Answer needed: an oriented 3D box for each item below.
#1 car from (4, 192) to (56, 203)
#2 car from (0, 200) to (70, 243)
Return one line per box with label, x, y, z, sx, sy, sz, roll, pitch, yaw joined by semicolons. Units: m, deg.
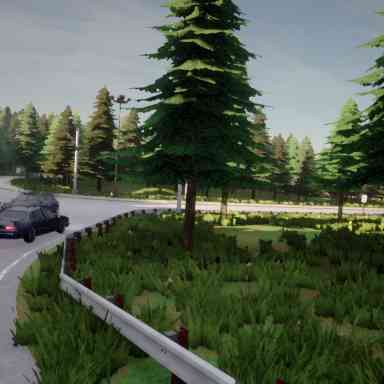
car;-10.491;0.849;21.672;2.097;1.767;4.553;4;2;4
car;-7.589;1.371;15.525;2.033;1.411;5.357;4;1;3
